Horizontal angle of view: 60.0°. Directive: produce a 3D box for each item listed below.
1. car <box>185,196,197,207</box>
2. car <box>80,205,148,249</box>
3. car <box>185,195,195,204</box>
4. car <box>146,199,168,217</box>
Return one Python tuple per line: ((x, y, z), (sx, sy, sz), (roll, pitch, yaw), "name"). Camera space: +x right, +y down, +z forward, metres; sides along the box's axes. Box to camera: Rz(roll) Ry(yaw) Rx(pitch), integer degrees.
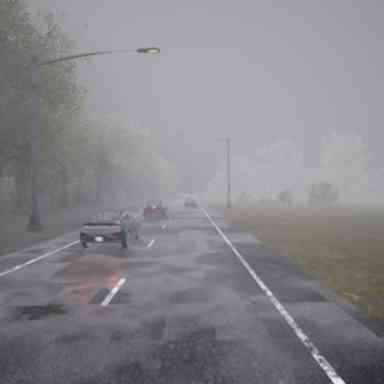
((-0.225, 1.758, 55.162), (1.994, 1.385, 4.181), (0, 0, 0), "car")
((-3.483, 1.553, 14.843), (2.128, 1.511, 4.902), (0, 0, 0), "car")
((-0.432, 1.616, 73.209), (2.097, 1.767, 4.553), (0, 0, 0), "car")
((-3.594, 1.478, 33.476), (2.097, 1.767, 4.553), (0, 0, 0), "car")
